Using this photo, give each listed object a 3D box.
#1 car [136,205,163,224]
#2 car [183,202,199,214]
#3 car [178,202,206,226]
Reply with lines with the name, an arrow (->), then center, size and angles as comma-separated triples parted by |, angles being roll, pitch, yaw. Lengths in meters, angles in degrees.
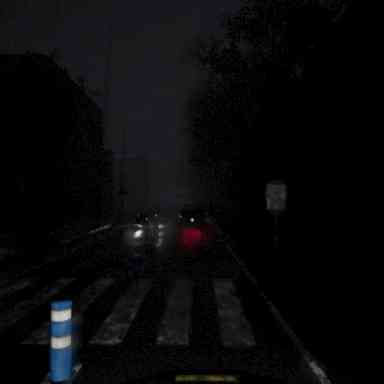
car -> -3.454, 1.784, 27.576 | 1.812, 1.442, 4.674 | 0, 0, 0
car -> -0.120, 1.972, 42.143 | 1.895, 1.301, 4.718 | 0, 0, 0
car -> 0.007, 1.748, 25.693 | 1.837, 1.490, 4.892 | 0, -1, 0
